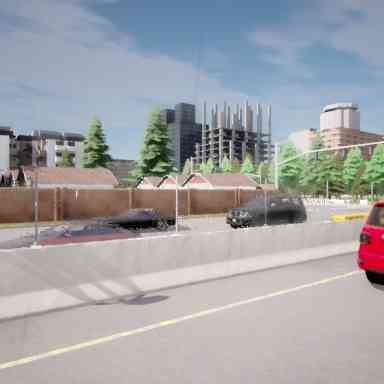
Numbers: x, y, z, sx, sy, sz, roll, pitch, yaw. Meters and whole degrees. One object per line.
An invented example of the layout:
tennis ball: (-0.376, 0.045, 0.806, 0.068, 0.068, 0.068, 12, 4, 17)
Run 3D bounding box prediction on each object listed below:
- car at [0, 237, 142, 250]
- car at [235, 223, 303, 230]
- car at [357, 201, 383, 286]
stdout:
car: (-3.576, 1.564, 10.035, 4.181, 1.385, 1.994, 0, 0, -35)
car: (4.610, 1.221, 20.152, 5.566, 2.045, 2.150, 0, 0, -35)
car: (6.351, 1.216, 8.267, 5.566, 2.045, 2.150, 1, -1, -36)
